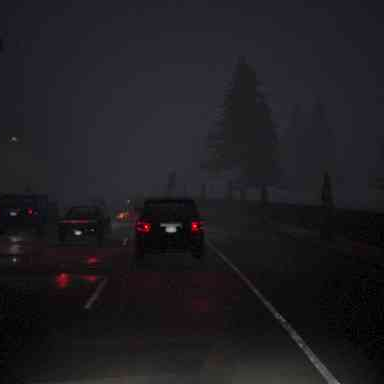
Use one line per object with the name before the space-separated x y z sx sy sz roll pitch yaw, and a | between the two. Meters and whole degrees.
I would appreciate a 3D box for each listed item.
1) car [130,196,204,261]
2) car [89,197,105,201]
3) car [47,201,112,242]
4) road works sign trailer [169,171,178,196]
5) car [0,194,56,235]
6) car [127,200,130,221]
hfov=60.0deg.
car | -0.930 1.149 12.216 2.150 2.045 5.566 0 1 -7
car | -10.094 1.288 35.200 1.837 1.490 4.892 0 0 -19
car | -4.941 1.395 15.718 2.128 1.511 4.902 0 0 -9
road works sign trailer | -1.285 0.309 24.767 2.880 3.560 2.380 0 0 -13
car | -8.938 1.109 18.351 2.150 2.045 5.566 0 0 -11
car | -3.873 1.125 25.453 1.882 1.535 5.008 0 8 -12
